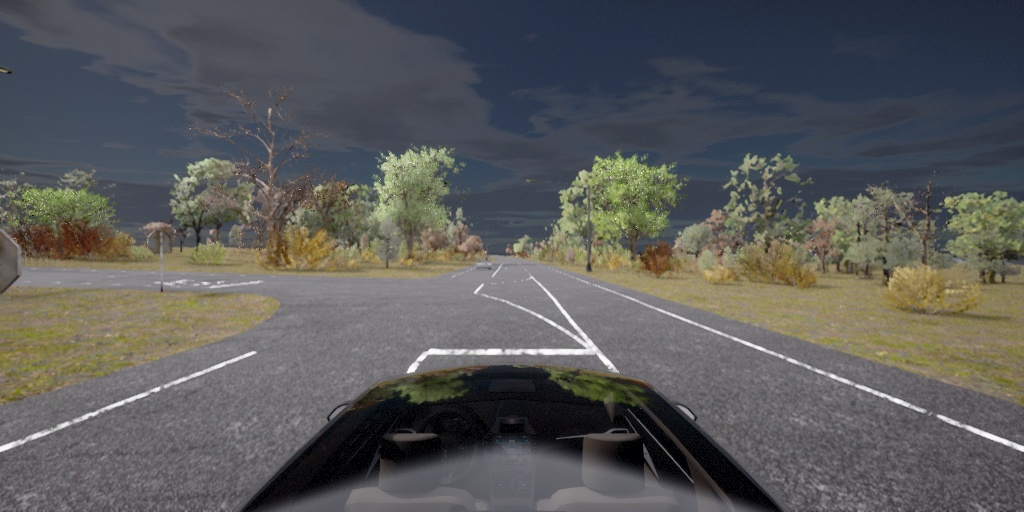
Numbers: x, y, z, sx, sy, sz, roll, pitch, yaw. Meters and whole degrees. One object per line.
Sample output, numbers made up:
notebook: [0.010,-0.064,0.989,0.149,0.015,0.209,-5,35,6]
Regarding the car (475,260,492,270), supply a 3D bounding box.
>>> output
car: [-3.519,1.110,45.379,1.895,1.301,4.718,0,0,0]
